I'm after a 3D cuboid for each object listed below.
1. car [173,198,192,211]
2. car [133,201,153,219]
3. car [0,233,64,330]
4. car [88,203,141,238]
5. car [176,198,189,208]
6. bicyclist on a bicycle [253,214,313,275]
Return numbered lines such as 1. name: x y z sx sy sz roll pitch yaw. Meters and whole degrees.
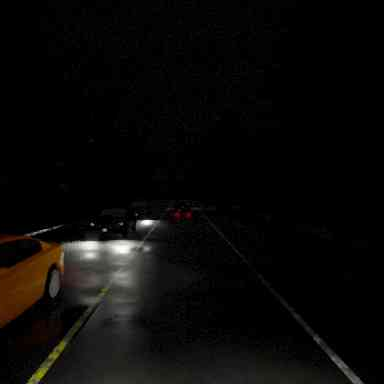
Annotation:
1. car: -1.087 1.497 39.149 1.812 1.442 4.674 0 0 -2
2. car: -4.437 1.505 28.497 1.812 1.442 4.674 0 0 -2
3. car: -3.738 1.473 5.422 1.882 1.535 5.008 0 0 -2
4. car: -4.126 1.513 17.848 1.812 1.442 4.674 0 0 -1
5. car: -1.418 1.565 49.376 1.895 1.301 4.718 0 0 -2
6. bicyclist on a bicycle: 2.444 1.419 8.938 1.656 1.620 0.582 0 0 -2
